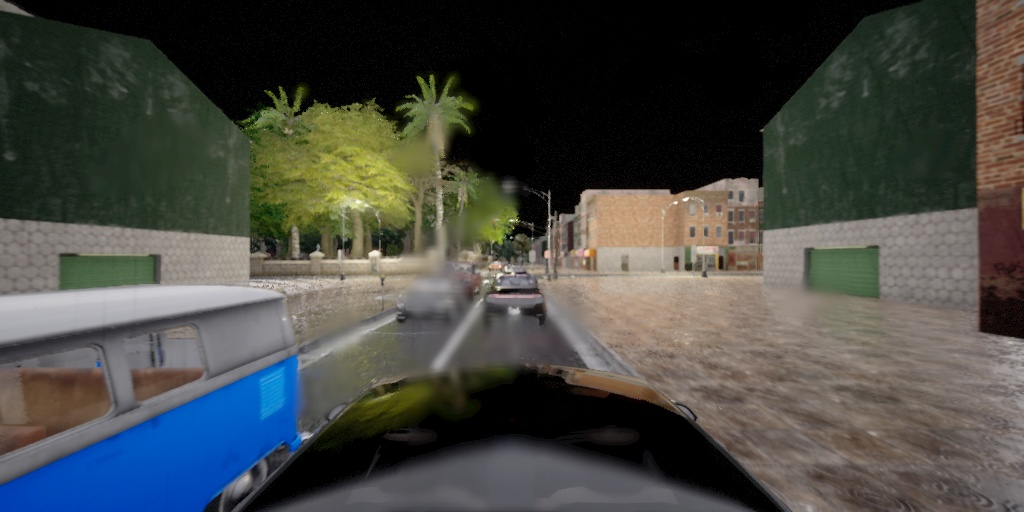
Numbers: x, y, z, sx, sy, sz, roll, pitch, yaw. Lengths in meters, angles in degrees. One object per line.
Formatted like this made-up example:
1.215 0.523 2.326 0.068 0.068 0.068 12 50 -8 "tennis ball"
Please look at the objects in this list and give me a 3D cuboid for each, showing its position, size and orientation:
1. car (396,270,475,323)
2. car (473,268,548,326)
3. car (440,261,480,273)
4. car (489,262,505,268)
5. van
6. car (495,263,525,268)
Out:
-2.619 1.367 12.341 2.007 1.370 4.403 0 0 0 "car"
0.114 1.304 11.883 2.128 1.511 4.902 0 0 0 "car"
-2.609 1.168 17.805 2.192 1.841 5.009 0 0 0 "car"
-2.540 1.629 55.949 1.967 1.591 4.097 0 0 0 "car"
-2.639 1.089 1.413 1.690 1.789 3.998 0 0 0 "van"
0.143 1.384 23.244 2.128 1.511 4.902 0 0 -2 "car"
